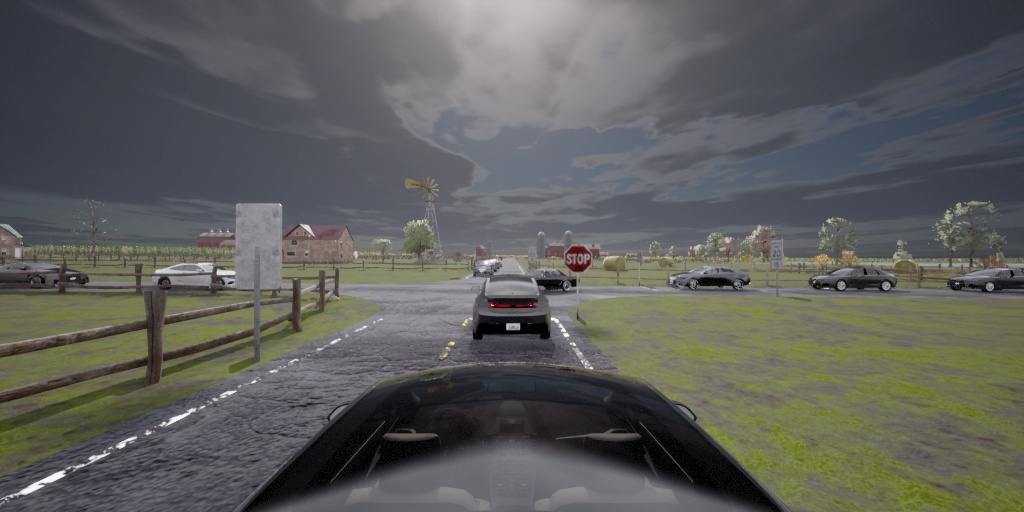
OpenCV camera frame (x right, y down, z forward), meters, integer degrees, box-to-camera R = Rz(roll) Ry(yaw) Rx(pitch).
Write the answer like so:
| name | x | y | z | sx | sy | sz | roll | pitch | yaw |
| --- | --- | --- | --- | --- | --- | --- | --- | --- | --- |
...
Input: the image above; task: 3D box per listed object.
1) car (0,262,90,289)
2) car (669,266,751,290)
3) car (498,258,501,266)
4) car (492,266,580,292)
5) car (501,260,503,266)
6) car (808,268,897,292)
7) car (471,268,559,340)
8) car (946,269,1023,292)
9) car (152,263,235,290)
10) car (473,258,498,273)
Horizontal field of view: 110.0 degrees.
| name | x | y | z | sx | sy | sz | roll | pitch | yaw |
| --- | --- | --- | --- | --- | --- | --- | --- | --- | --- |
| car | -26.364 | 1.048 | 19.872 | 4.181 | 1.385 | 1.994 | 1 | -1 | -1 |
| car | 12.797 | 1.396 | 23.313 | 4.902 | 1.511 | 2.128 | 1 | -1 | -2 |
| car | -2.854 | 1.241 | 46.170 | 2.128 | 1.511 | 4.902 | 0 | 0 | 0 |
| car | 1.499 | 1.369 | 20.084 | 4.718 | 1.301 | 1.895 | 1 | 0 | -35 |
| car | -2.823 | 1.240 | 55.712 | 2.128 | 1.511 | 4.902 | 0 | 0 | 0 |
| car | 22.199 | 1.499 | 23.485 | 4.892 | 1.490 | 1.837 | 1 | -1 | -1 |
| car | -0.074 | 1.256 | 10.038 | 1.837 | 1.490 | 4.892 | 0 | 0 | -2 |
| car | 31.702 | 1.586 | 23.606 | 4.892 | 1.490 | 1.837 | 1 | -1 | -1 |
| car | -17.244 | 1.104 | 19.994 | 4.674 | 1.442 | 1.812 | 1 | -1 | -1 |
| car | -2.861 | 1.243 | 36.725 | 2.128 | 1.511 | 4.902 | 0 | 0 | 0 |
